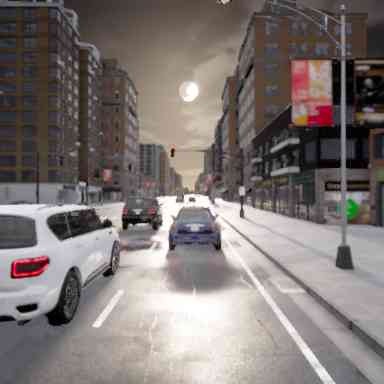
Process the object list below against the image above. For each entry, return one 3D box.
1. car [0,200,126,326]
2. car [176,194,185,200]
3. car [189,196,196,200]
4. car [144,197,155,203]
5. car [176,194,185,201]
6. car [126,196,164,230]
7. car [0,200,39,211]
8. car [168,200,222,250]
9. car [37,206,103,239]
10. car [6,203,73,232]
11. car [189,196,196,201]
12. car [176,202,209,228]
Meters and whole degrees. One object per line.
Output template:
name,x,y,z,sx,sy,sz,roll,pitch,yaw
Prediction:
car,-3.144,1.248,7.301,2.150,2.045,5.566,0,0,0
car,-3.217,1.859,84.332,2.033,1.411,5.357,0,0,0
car,0.034,1.846,84.745,1.812,1.442,4.674,0,0,0
car,-9.721,1.881,76.010,1.895,1.301,4.718,0,0,0
car,-3.214,1.479,94.786,2.150,2.045,5.566,0,0,0
car,-3.141,1.295,21.861,2.150,2.045,5.566,0,0,0
car,-22.132,1.735,42.518,4.313,1.339,1.947,0,0,0
car,0.107,1.402,14.674,2.097,1.767,4.553,0,0,0
car,-6.564,1.569,18.574,1.837,1.490,4.892,0,-1,0
car,-9.791,1.566,21.862,2.128,1.511,4.902,0,0,1
car,0.037,1.806,94.753,1.994,1.385,4.181,0,0,0
car,0.067,1.573,23.741,2.128,1.511,4.902,0,0,0
